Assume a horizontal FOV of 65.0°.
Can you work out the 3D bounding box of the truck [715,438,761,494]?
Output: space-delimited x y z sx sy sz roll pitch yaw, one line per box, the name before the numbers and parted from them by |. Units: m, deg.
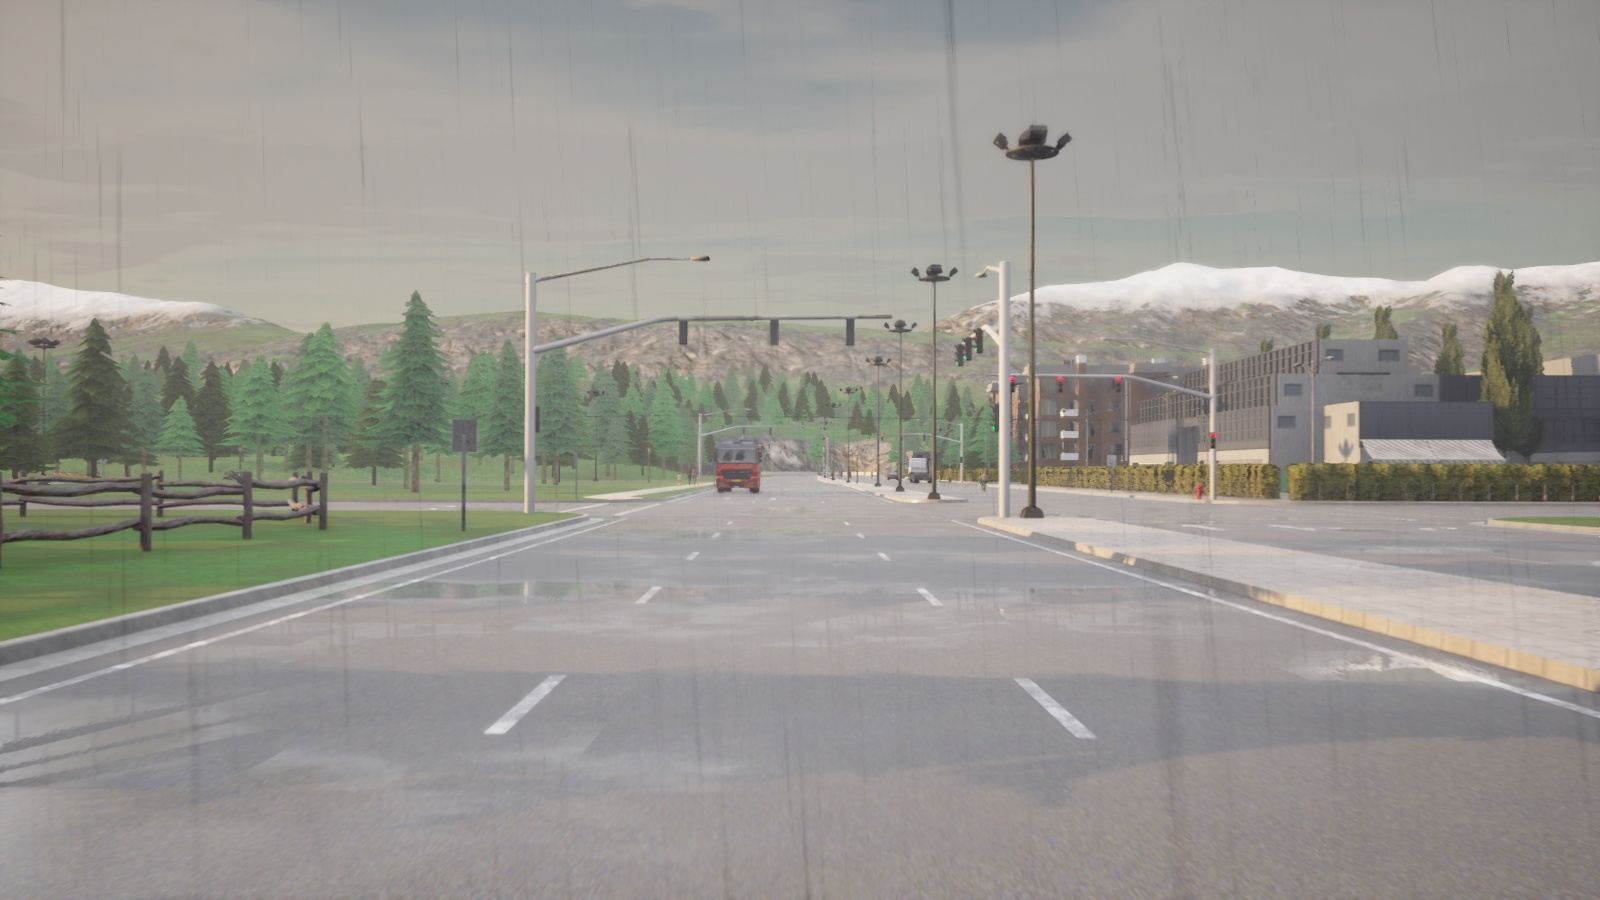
truck | -4.327 1.162 89.320 2.891 3.827 8.468 0 -1 0
